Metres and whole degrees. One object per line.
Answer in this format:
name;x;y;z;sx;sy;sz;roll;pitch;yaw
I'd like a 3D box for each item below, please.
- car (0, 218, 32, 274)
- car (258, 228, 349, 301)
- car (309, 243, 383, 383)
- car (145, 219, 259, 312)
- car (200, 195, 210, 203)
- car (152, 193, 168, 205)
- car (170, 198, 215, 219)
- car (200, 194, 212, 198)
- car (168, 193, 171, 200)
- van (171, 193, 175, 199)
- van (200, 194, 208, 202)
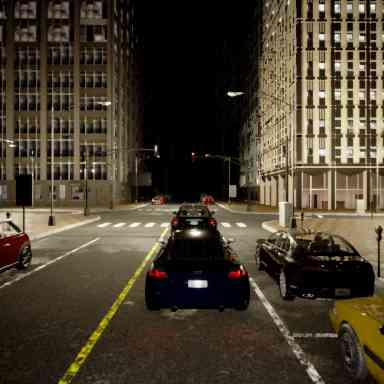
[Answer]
car;-5.692;1.439;8.117;1.967;1.590;4.097;0;0;0
car;2.688;1.550;8.123;2.008;1.369;4.403;0;0;0
car;2.690;1.525;2.625;1.752;1.417;4.829;0;0;0
car;0.098;1.563;7.779;1.994;1.385;4.181;0;0;0
car;2.659;1.365;68.751;1.967;1.590;4.097;0;0;0
car;-5.811;1.390;57.380;1.967;1.590;4.097;0;0;0
car;0.090;1.347;16.412;2.097;1.767;4.553;0;0;0
car;2.760;1.390;57.383;1.967;1.590;4.097;0;0;0
car;-5.747;1.253;63.066;2.192;1.841;5.009;0;0;0
van;-5.726;1.239;80.121;1.690;1.788;3.998;0;0;0
van;2.657;1.253;74.436;1.690;1.788;3.998;0;0;0
